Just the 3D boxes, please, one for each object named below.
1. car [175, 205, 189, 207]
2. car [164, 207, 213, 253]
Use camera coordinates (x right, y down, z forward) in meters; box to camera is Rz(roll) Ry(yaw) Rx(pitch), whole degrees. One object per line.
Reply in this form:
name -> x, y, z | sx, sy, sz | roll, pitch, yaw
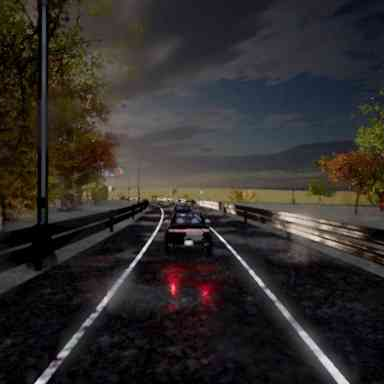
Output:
car -> -0.882, 1.851, 29.373 | 1.994, 1.385, 4.181 | 0, -1, -3
car -> -0.186, 1.632, 14.368 | 2.128, 1.511, 4.902 | 0, 0, -2
